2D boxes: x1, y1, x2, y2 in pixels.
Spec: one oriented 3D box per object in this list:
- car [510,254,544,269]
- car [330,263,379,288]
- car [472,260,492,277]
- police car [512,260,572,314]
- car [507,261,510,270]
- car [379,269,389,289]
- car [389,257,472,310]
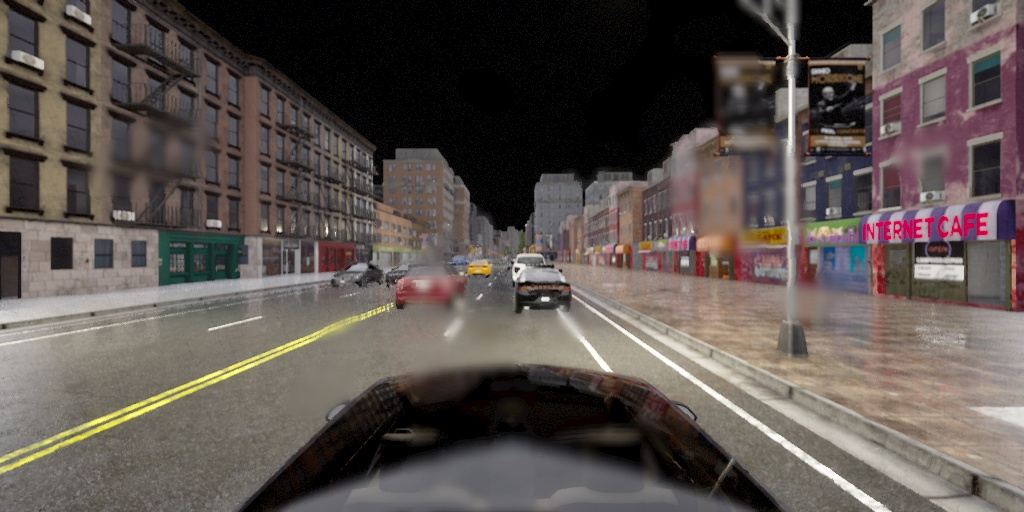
[{"bbox_3d":[1.111,0.906,23.665,2.150,2.045,5.566,0,0,0],"label":"car"},{"bbox_3d":[-9.717,1.205,22.933,1.812,1.442,4.674,0,0,0],"label":"car"},{"bbox_3d":[-2.958,1.162,33.727,1.882,1.535,5.008,0,0,0],"label":"car"},{"bbox_3d":[1.055,1.133,13.744,1.930,1.638,5.238,0,0,0],"label":"police car"},{"bbox_3d":[0.299,1.258,49.719,2.033,1.411,5.357,0,0,0],"label":"car"},{"bbox_3d":[-6.468,1.158,22.917,1.882,1.535,5.008,0,0,0],"label":"car"},{"bbox_3d":[-3.066,1.056,14.519,2.097,1.767,4.553,0,0,0],"label":"car"}]
